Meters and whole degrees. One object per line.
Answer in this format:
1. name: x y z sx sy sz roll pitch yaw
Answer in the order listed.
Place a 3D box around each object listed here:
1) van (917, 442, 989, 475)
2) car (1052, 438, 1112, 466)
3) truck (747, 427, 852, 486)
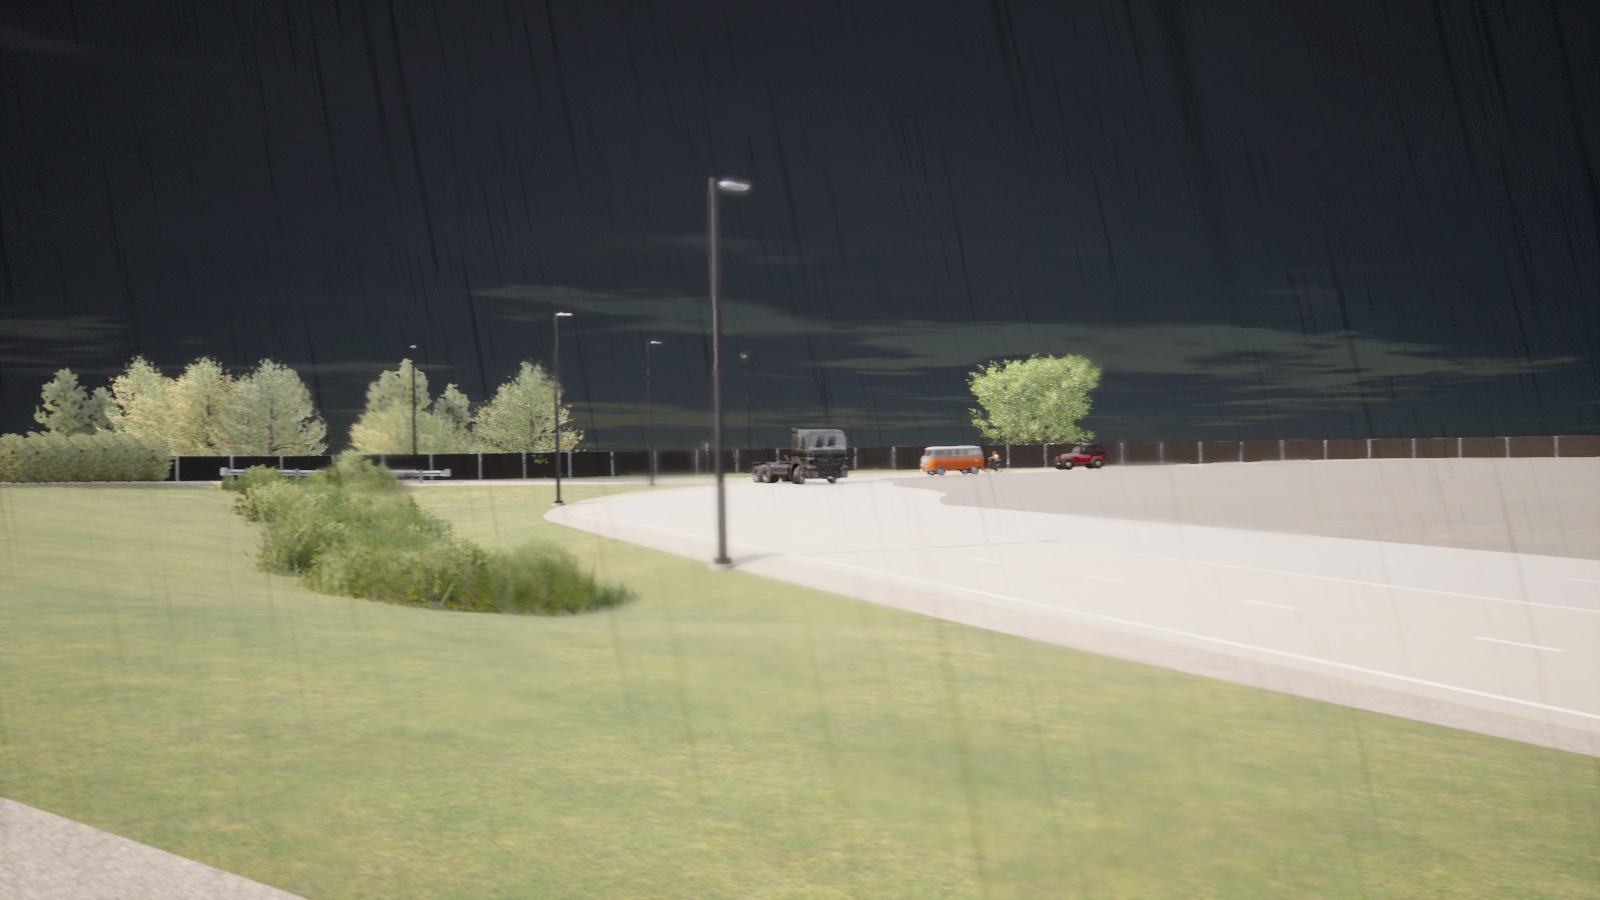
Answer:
1. van: 10.535 0.578 86.540 4.442 1.987 1.775 -3 -1 -19
2. car: 20.955 0.143 93.311 3.866 1.878 1.905 -3 -1 -9
3. truck: -0.154 0.378 78.538 2.891 3.462 7.936 -2 1 -30
